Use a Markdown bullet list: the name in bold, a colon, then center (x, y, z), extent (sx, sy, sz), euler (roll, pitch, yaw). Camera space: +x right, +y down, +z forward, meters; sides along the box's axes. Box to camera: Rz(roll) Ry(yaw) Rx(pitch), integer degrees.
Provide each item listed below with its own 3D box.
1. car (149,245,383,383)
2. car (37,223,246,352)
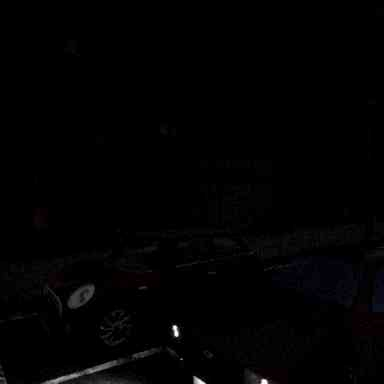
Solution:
- **car**: center (2.268, 1.560, 4.871), extent (5.357, 1.411, 2.033), euler (0, 0, -35)
- **car**: center (-0.585, 1.448, 6.116), extent (4.097, 1.590, 1.967), euler (0, 0, -35)
